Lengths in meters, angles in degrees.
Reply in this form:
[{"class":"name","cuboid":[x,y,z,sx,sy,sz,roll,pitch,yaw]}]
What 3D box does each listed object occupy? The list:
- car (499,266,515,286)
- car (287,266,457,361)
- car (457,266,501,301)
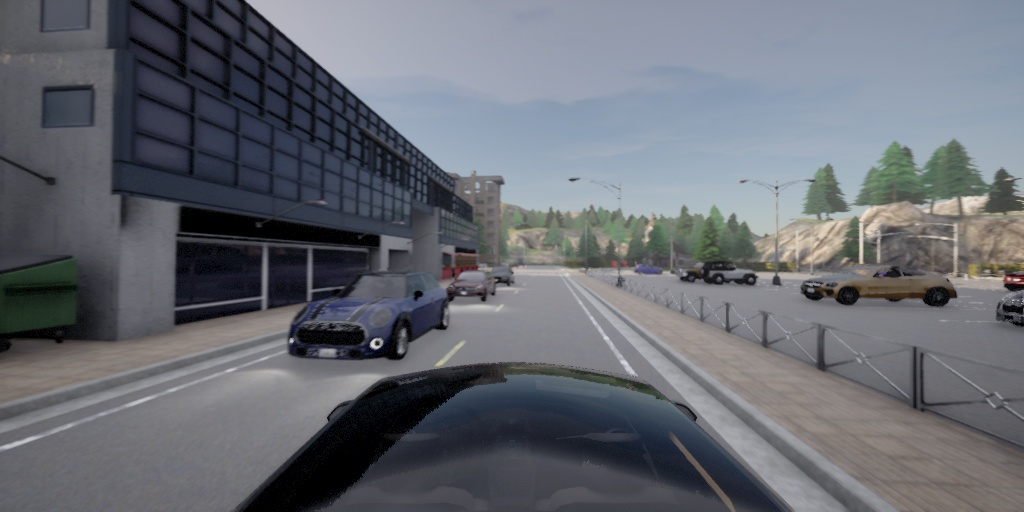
[{"class":"car","cuboid":[-0.874,1.556,28.882,1.837,1.490,4.892,0,-1,7]},{"class":"car","cuboid":[-3.025,1.150,8.586,2.097,1.767,4.553,0,-1,6]},{"class":"car","cuboid":[-1.964,1.450,18.678,1.812,1.442,4.674,0,-1,6]}]
